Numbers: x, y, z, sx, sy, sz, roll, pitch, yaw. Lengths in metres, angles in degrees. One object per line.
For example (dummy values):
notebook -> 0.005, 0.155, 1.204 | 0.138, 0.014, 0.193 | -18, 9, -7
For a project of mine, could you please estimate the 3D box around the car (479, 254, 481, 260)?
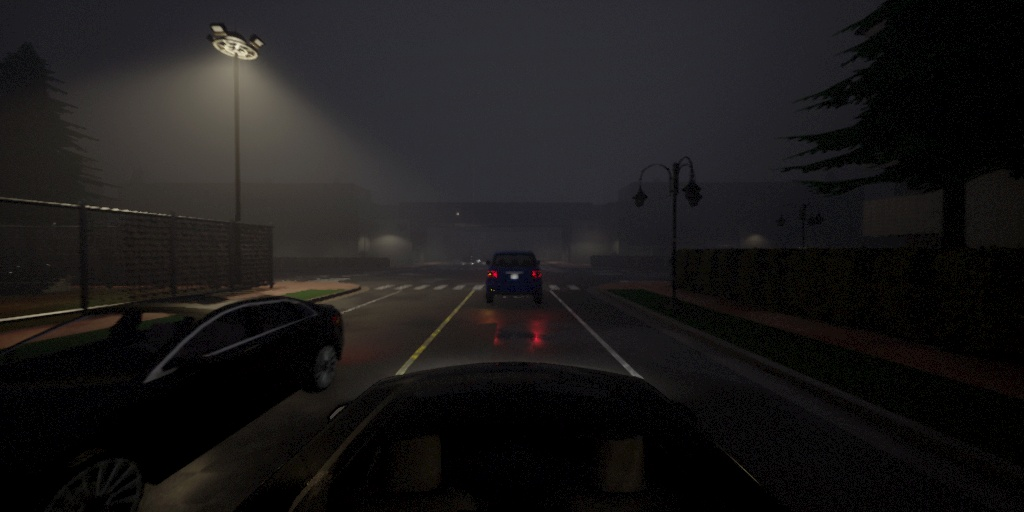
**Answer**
car -> -4.281, 0.382, 64.542 | 1.994, 1.385, 4.181 | 0, 1, 0

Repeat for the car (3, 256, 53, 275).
car -> -39.582, 0.776, 28.383 | 4.553, 1.767, 2.097 | 0, 1, 1

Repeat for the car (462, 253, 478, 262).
car -> -7.781, 0.175, 64.618 | 2.097, 1.767, 4.553 | 0, 1, 0

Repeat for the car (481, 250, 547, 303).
car -> 0.056, 0.767, 15.348 | 2.150, 2.045, 5.566 | 0, 1, -1

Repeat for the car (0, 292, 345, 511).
car -> -3.582, 1.216, 3.782 | 2.128, 1.511, 4.902 | 0, 1, 0
